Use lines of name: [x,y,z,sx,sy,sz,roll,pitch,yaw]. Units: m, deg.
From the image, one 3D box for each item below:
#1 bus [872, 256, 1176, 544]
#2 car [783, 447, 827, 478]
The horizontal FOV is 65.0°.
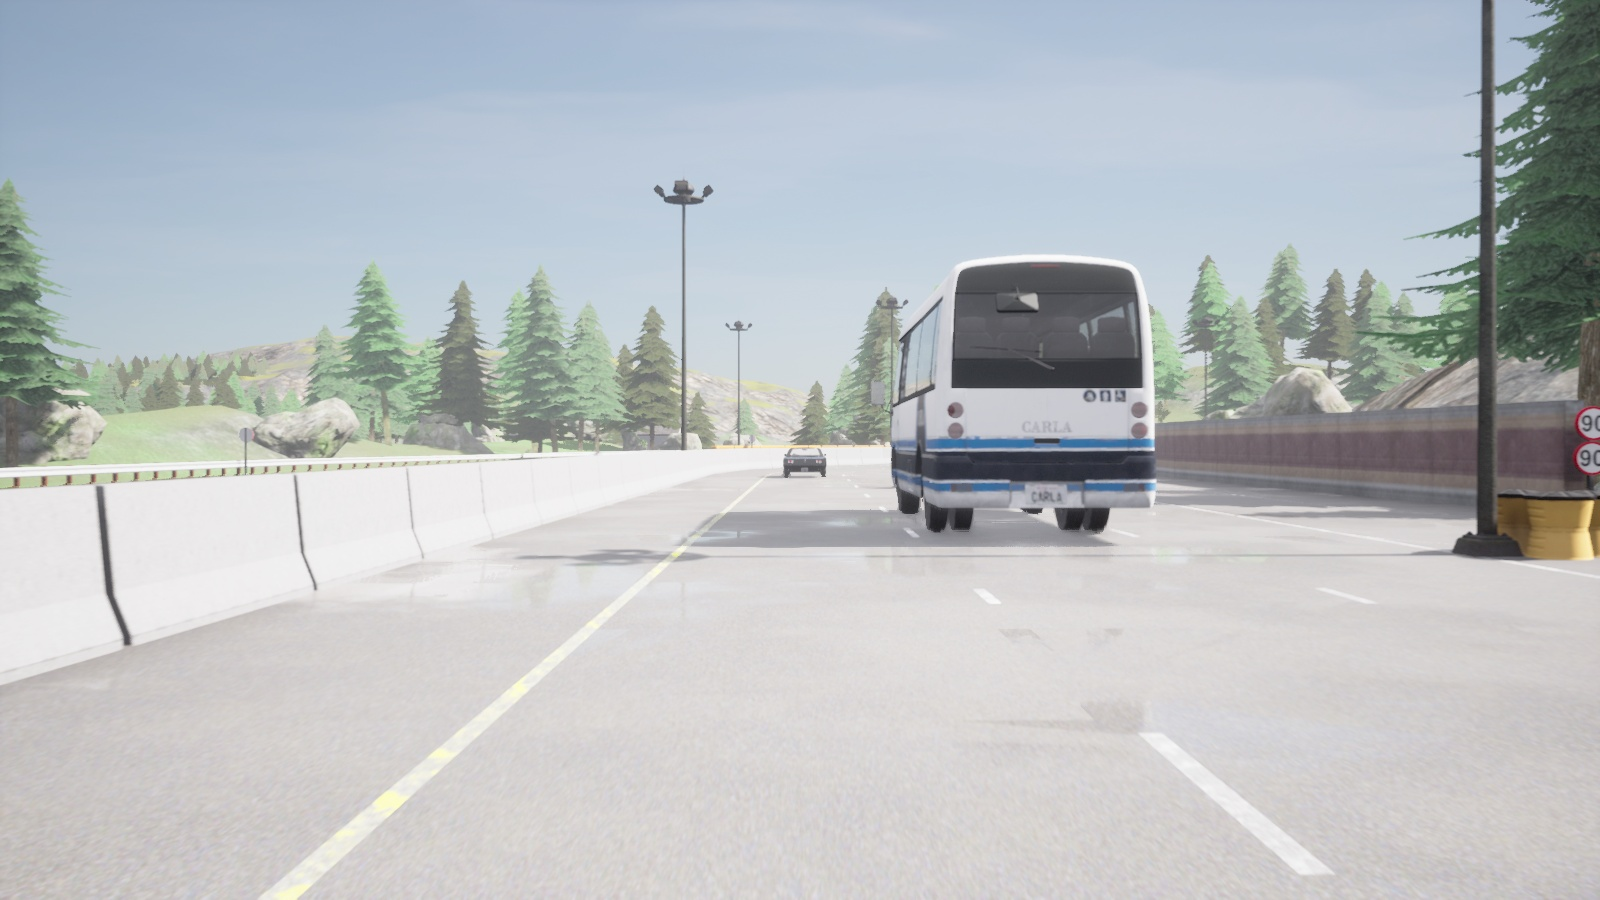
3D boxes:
bus: [3.606,-0.761,23.710,3.944,4.253,10.273,0,0,0]
car: [0.237,0.531,56.141,1.895,1.301,4.718,0,0,1]
